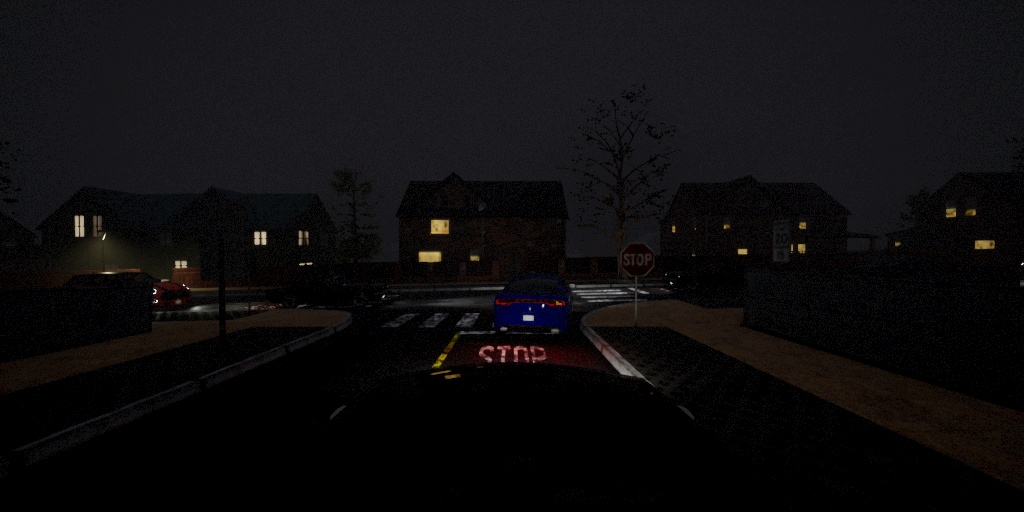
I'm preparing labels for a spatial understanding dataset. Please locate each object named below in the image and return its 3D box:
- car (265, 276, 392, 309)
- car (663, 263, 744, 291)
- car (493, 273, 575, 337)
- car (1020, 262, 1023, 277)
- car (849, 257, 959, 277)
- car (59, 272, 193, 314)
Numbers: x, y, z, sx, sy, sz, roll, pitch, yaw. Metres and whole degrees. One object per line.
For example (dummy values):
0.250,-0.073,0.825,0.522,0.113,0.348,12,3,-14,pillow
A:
-7.807,1.506,15.623,4.718,1.301,1.895,-1,1,0,car
10.416,1.034,18.545,4.718,1.301,1.895,-1,1,-1,car
0.789,1.226,10.413,1.882,1.535,5.008,0,0,10,car
29.571,0.335,18.567,4.553,1.767,2.097,-1,1,0,car
20.061,0.753,18.578,5.357,1.411,2.033,-1,1,0,car
-16.794,1.472,15.619,4.553,1.767,2.097,-1,1,0,car
